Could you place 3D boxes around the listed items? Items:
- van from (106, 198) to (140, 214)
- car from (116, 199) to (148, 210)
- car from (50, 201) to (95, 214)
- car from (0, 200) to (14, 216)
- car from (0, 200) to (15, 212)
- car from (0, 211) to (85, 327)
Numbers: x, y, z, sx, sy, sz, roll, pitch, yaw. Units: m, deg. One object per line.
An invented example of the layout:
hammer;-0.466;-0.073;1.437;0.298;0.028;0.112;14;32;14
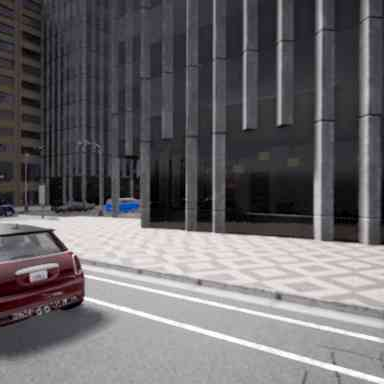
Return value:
van;-8.214;1.639;39.235;1.690;1.788;3.998;0;0;36
car;-8.728;1.787;48.542;1.812;1.442;4.674;0;0;36
car;-14.478;1.821;40.574;2.033;1.411;5.357;0;0;36
car;-21.498;1.711;35.402;1.967;1.590;4.097;0;0;36
car;-20.071;1.637;32.754;2.097;1.767;4.553;0;0;35
car;-4.259;1.422;6.720;4.553;1.767;2.097;-1;0;36
